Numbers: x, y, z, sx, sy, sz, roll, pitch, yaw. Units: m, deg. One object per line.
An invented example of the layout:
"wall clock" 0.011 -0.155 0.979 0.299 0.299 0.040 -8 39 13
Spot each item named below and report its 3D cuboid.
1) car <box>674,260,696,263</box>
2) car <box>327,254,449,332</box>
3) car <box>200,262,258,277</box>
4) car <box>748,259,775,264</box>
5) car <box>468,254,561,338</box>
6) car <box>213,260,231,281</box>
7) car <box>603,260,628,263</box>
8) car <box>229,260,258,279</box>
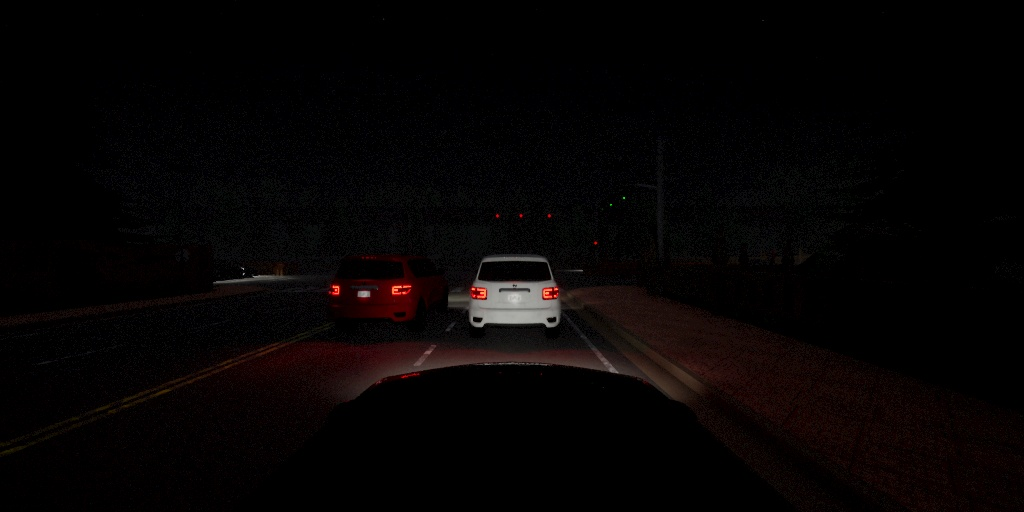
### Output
"car" 23.361 1.297 48.978 5.357 1.411 2.033 0 0 0
"car" -3.419 0.971 10.985 2.150 2.045 5.566 0 0 0
"car" -27.651 1.314 35.123 4.181 1.385 1.994 0 0 0
"car" 33.207 1.221 48.938 4.892 1.490 1.837 -1 0 0
"car" 0.081 0.971 10.303 2.150 2.045 5.566 0 0 1
"car" -25.292 1.276 28.110 4.674 1.442 1.812 0 0 0
"car" 13.593 1.255 49.039 4.892 1.490 1.837 0 0 0
"car" -25.092 1.102 31.606 4.553 1.767 2.097 0 0 0
